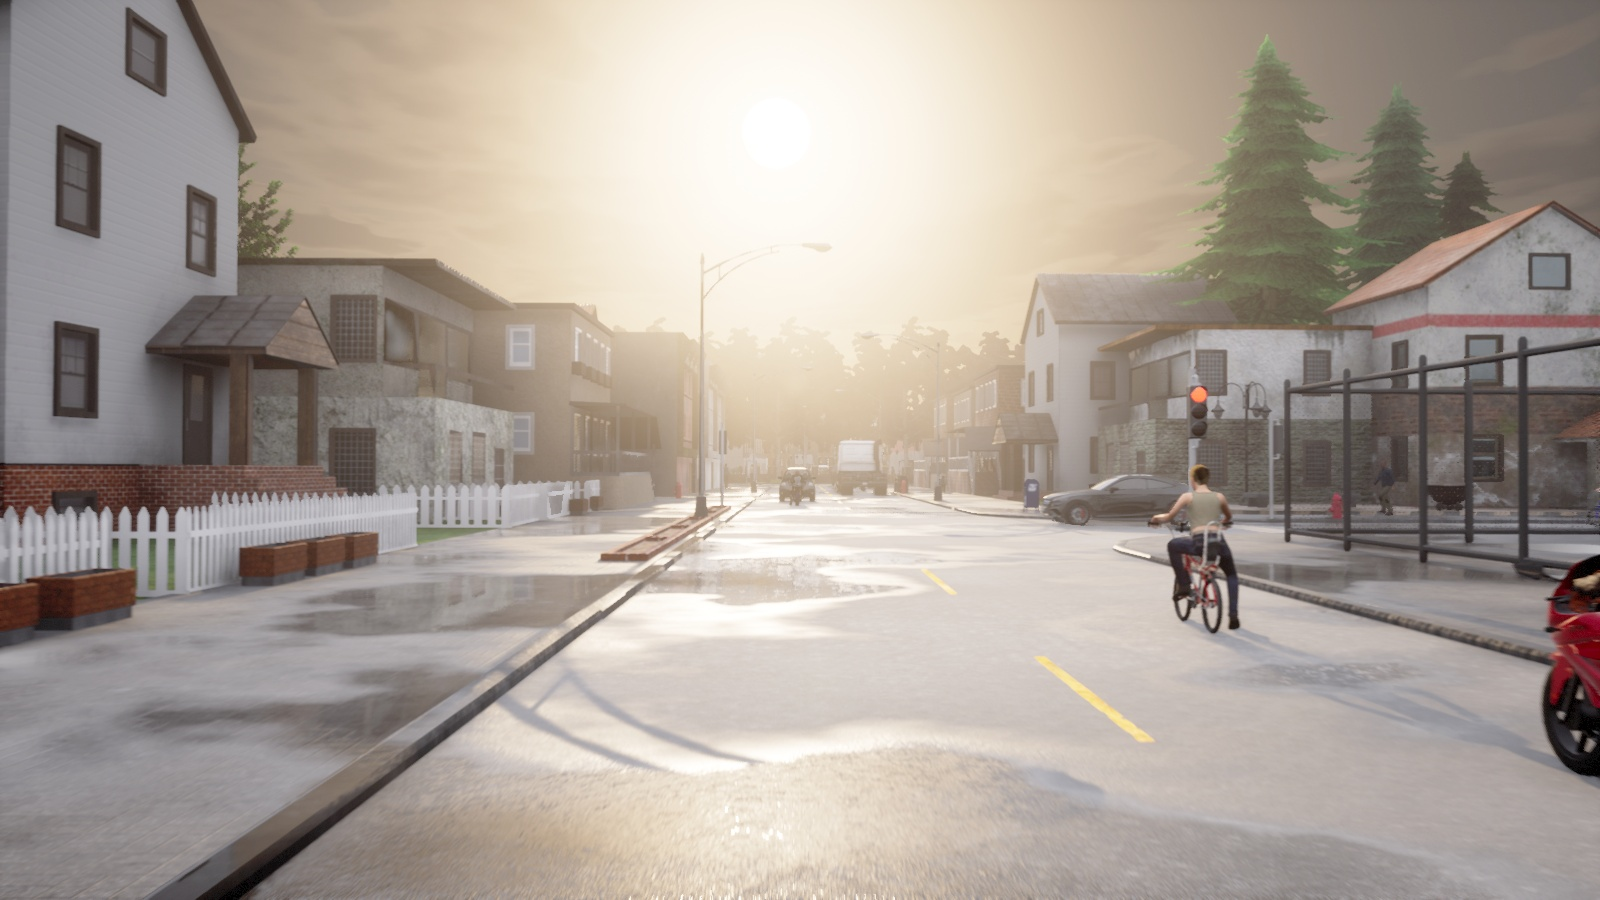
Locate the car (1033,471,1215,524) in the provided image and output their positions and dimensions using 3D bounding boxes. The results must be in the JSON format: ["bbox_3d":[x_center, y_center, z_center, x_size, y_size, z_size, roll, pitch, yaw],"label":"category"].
[{"bbox_3d":[9.147,1.337,35.698,4.674,1.442,1.812,0,-1,-1],"label":"car"}]

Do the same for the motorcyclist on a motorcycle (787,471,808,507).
[{"bbox_3d":[-0.108,1.655,53.806,0.866,1.530,2.191,0,-1,0],"label":"motorcyclist on a motorcycle"}]

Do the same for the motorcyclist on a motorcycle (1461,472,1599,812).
[{"bbox_3d":[3.992,0.865,5.789,0.797,1.523,2.044,0,-1,0],"label":"motorcyclist on a motorcycle"}]

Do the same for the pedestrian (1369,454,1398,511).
[{"bbox_3d":[18.812,1.047,40.465,0.726,1.842,0.402,0,-1,-9],"label":"pedestrian"}]

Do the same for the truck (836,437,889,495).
[{"bbox_3d":[3.834,0.993,78.489,2.891,3.462,7.936,0,-1,0],"label":"truck"}]

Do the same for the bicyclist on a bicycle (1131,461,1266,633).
[{"bbox_3d":[3.937,0.920,12.522,0.866,1.612,1.509,0,-1,1],"label":"bicyclist on a bicycle"}]

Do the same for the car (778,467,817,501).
[{"bbox_3d":[-0.127,1.629,61.204,1.851,1.617,3.988,0,-1,0],"label":"car"}]
